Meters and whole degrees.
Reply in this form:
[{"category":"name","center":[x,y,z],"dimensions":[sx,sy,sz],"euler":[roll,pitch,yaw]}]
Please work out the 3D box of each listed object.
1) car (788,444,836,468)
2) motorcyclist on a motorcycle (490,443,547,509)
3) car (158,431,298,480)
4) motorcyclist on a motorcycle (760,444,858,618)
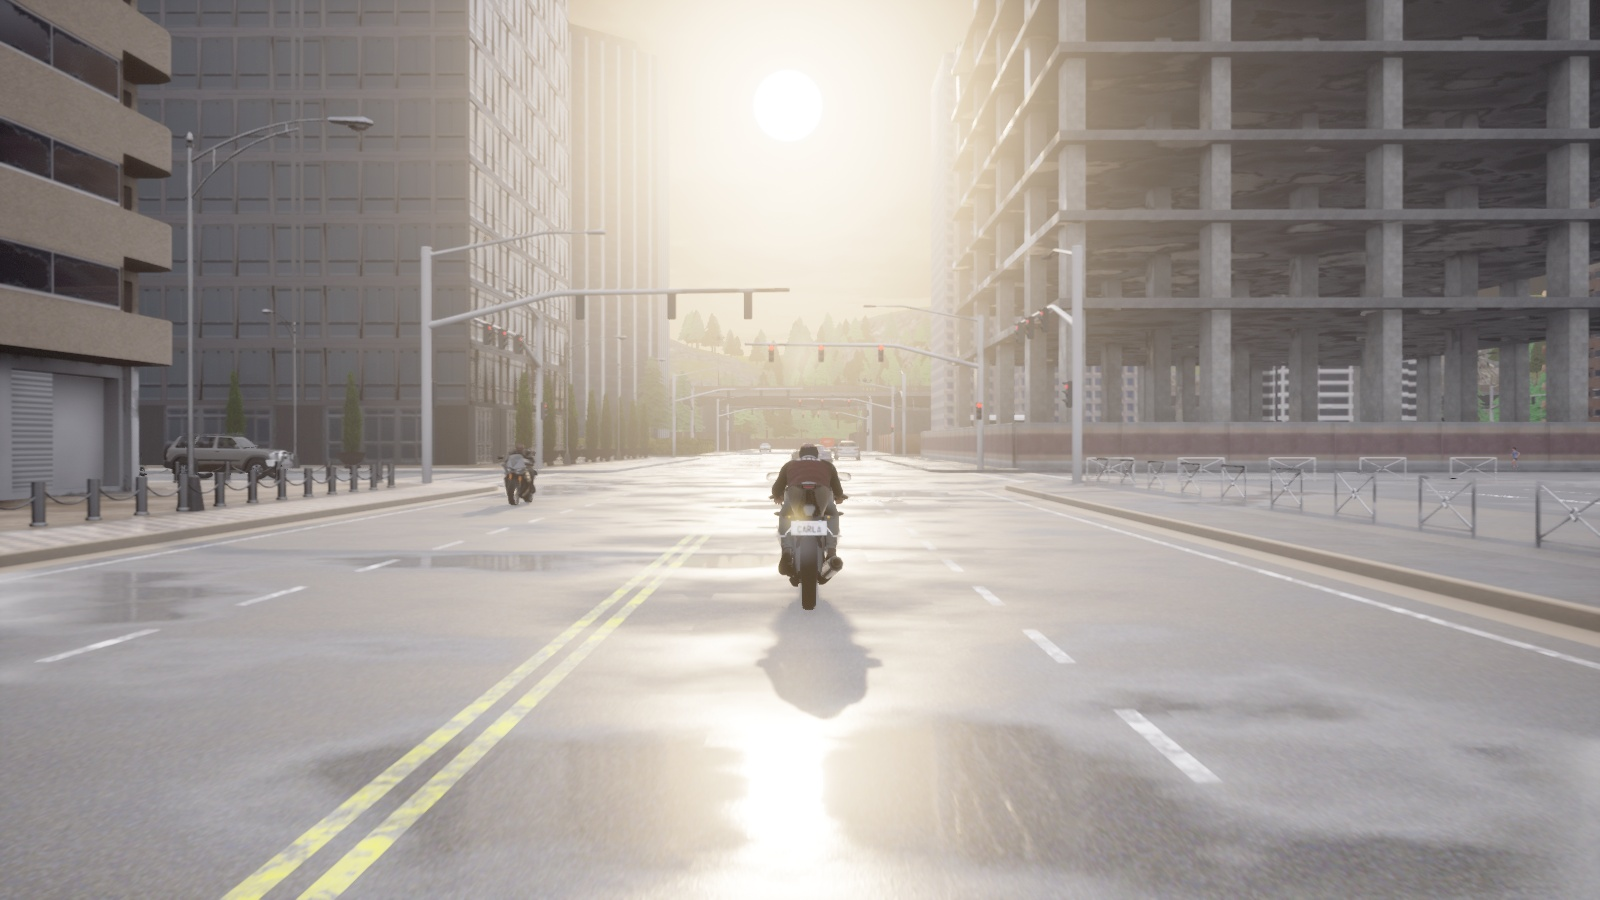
[{"category":"car","center":[0.709,0.349,78.775],"dimensions":[2.033,1.411,5.357],"euler":[0,0,-10]},{"category":"motorcyclist on a motorcycle","center":[-6.811,0.603,30.499],"dimensions":[0.866,1.530,2.191],"euler":[0,0,0]},{"category":"car","center":[-22.510,0.207,49.529],"dimensions":[4.605,1.855,1.932],"euler":[1,0,0]},{"category":"motorcyclist on a motorcycle","center":[0.085,0.712,12.200],"dimensions":[0.866,1.530,2.191],"euler":[0,0,0]}]
